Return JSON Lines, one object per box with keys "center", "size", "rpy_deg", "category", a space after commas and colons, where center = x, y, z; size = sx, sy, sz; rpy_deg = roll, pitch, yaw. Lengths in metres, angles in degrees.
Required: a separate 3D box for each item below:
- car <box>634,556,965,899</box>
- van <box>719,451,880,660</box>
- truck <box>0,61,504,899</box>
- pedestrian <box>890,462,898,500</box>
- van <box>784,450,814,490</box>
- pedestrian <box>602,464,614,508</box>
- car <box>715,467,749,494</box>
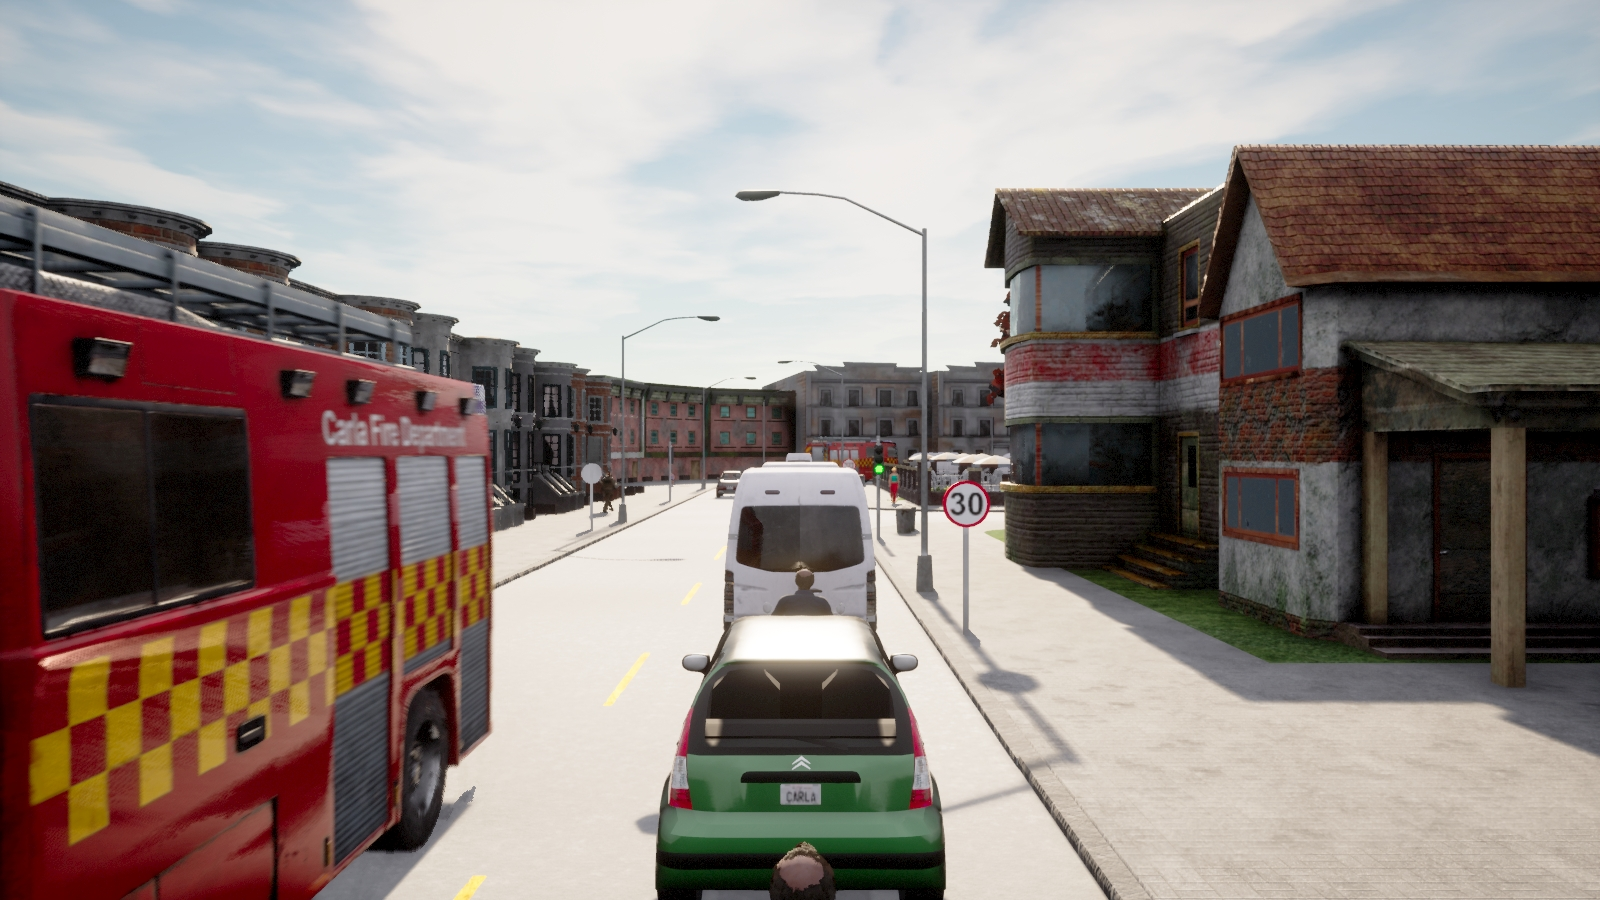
{"center": [-0.003, 1.776, 8.384], "size": [1.851, 1.617, 3.988], "rpy_deg": [0, 0, 0], "category": "car"}
{"center": [-0.006, 1.308, 17.043], "size": [1.988, 2.561, 5.915], "rpy_deg": [0, 0, 0], "category": "van"}
{"center": [-4.006, 0.668, 5.633], "size": [2.891, 3.827, 8.468], "rpy_deg": [0, 0, 0], "category": "truck"}
{"center": [4.583, 1.495, 55.670], "size": [0.375, 1.860, 0.375], "rpy_deg": [0, 0, 4], "category": "pedestrian"}
{"center": [-0.059, 1.286, 76.777], "size": [1.988, 2.561, 5.915], "rpy_deg": [0, 0, 0], "category": "van"}
{"center": [-8.073, 1.508, 48.061], "size": [0.375, 1.860, 0.375], "rpy_deg": [0, 0, 19], "category": "pedestrian"}
{"center": [-4.014, 1.781, 67.520], "size": [1.789, 1.549, 3.705], "rpy_deg": [0, 0, 0], "category": "car"}
